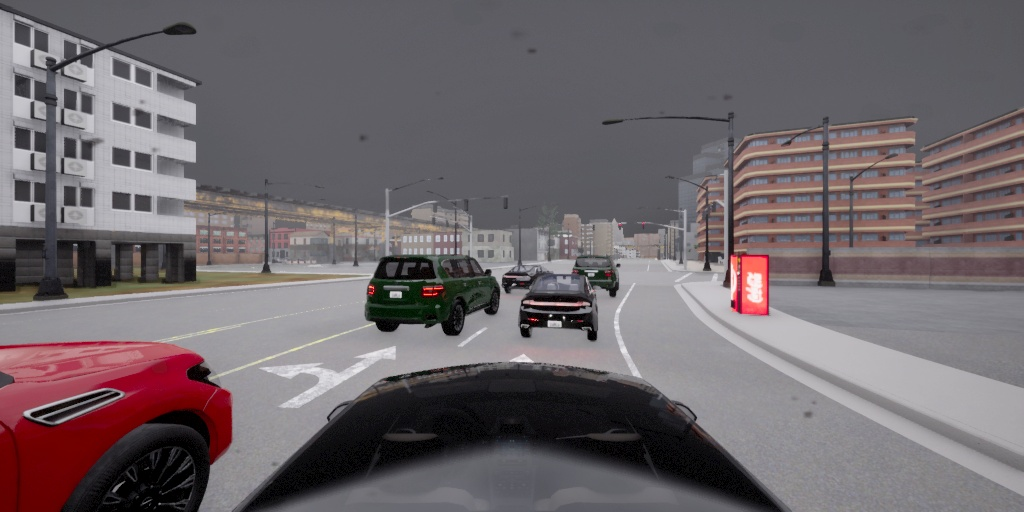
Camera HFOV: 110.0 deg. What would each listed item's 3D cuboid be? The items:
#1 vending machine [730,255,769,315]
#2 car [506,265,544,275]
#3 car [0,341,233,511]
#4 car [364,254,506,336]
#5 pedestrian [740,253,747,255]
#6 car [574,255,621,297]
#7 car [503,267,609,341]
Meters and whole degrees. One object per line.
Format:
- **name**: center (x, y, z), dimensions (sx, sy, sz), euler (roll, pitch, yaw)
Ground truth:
- **vending machine**: center (7.808, 0.945, 11.787), dimensions (1.100, 2.100, 0.880), euler (0, 0, 20)
- **car**: center (1.102, 1.242, 20.110), dimensions (2.128, 1.511, 4.902), euler (0, 0, 24)
- **car**: center (-3.265, 0.971, 0.473), dimensions (2.150, 2.045, 5.566), euler (0, 0, -2)
- **car**: center (-2.001, 0.971, 10.743), dimensions (2.150, 2.045, 5.566), euler (0, 0, 14)
- **pedestrian**: center (8.041, 0.795, 12.407), dimensions (0.375, 1.860, 0.375), euler (0, 0, 21)
- **car**: center (4.551, 0.971, 19.277), dimensions (2.150, 2.045, 5.566), euler (0, 0, 19)
- **car**: center (1.433, 1.242, 10.034), dimensions (2.128, 1.511, 4.902), euler (0, 0, 12)
